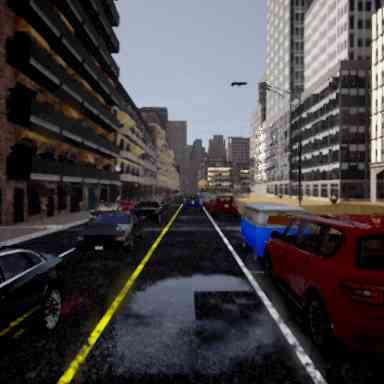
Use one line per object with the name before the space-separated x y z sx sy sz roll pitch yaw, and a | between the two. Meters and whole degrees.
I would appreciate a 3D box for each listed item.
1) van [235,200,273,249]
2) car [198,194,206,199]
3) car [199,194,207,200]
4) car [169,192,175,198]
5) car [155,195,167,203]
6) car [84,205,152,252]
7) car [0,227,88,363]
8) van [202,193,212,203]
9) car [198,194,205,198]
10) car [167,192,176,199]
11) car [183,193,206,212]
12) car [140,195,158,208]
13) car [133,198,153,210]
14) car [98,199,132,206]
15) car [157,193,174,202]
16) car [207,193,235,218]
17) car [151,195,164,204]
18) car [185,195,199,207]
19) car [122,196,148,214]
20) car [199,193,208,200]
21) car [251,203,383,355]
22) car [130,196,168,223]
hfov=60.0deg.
van | 2.684 1.272 11.543 1.690 1.788 3.998 0 0 0
car | 2.674 1.151 88.917 1.802 1.307 4.206 0 0 0
car | 2.674 1.115 83.560 1.752 1.417 4.829 0 0 0
car | -5.705 1.158 77.862 1.887 1.381 4.507 0 0 0
car | -5.702 1.226 61.282 1.887 1.381 4.507 0 0 0
car | -3.103 1.467 13.746 2.033 1.411 5.357 0 0 0
car | -3.100 1.468 3.890 2.128 1.511 4.902 0 0 0
van | 2.677 1.022 61.282 1.690 1.788 3.998 0 0 0
car | 2.673 1.131 94.443 1.802 1.307 4.206 0 0 0
car | -5.709 0.864 94.441 2.192 1.841 5.009 0 0 0
car | 0.096 1.153 36.369 2.097 1.767 4.553 0 0 0
car | -5.701 1.200 44.702 1.967 1.590 4.097 0 0 0
car | -5.699 1.369 39.177 1.802 1.307 4.206 0 0 0
car | -5.697 1.422 22.597 2.008 1.369 4.403 0 0 0
car | -3.004 1.038 31.140 1.895 1.301 4.718 0 0 0
car | 2.681 1.157 28.122 2.192 1.841 5.009 0 0 0
car | -5.701 1.233 55.586 1.752 1.417 4.829 0 0 0
car | 0.013 1.252 47.578 1.837 1.490 4.892 0 1 0
car | -5.699 1.255 33.649 1.967 1.590 4.097 0 0 0
car | 2.675 1.052 77.862 1.967 1.590 4.097 0 0 0
car | 2.685 1.278 6.017 2.192 1.841 5.009 0 0 0
car | -3.094 1.341 24.225 1.882 1.535 5.008 0 0 0
